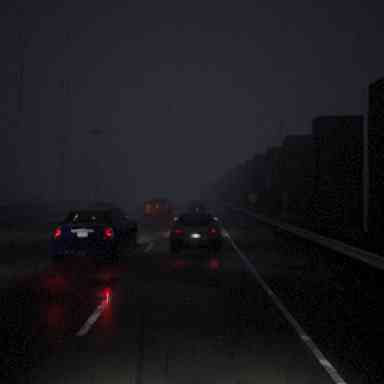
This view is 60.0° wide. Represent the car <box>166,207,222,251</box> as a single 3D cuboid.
[{"bbox_3d":[0.161,1.556,14.005,1.994,1.385,4.181,0,0,1],"label":"car"}]

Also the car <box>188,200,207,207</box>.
[{"bbox_3d":[0.589,1.505,34.172,1.812,1.442,4.674,0,0,1],"label":"car"}]

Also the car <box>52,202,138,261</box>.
[{"bbox_3d":[-3.357,1.344,12.376,2.097,1.767,4.553,0,0,1],"label":"car"}]

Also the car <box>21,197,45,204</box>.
[{"bbox_3d":[-23.802,1.509,49.887,1.837,1.490,4.892,0,0,0],"label":"car"}]

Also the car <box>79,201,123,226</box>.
[{"bbox_3d":[-6.631,1.491,24.842,1.837,1.490,4.892,0,0,1],"label":"car"}]

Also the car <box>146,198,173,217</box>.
[{"bbox_3d":[-2.982,1.332,31.224,2.097,1.767,4.553,0,0,1],"label":"car"}]
